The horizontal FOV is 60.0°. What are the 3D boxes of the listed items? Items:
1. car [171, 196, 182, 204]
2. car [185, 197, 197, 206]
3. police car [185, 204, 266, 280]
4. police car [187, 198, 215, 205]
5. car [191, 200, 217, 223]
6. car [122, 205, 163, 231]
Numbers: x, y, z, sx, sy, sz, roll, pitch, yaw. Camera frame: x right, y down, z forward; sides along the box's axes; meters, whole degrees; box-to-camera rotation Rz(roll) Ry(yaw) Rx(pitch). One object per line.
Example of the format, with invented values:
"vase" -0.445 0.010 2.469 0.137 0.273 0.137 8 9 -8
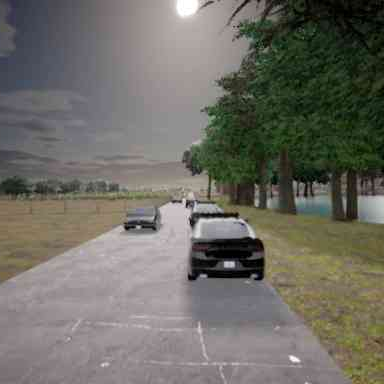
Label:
"car" -2.784 1.459 62.076 1.882 1.535 5.008 0 0 1
"car" 0.033 1.422 48.262 1.882 1.535 5.008 0 0 1
"police car" 0.827 1.390 9.941 1.930 1.638 5.238 0 0 0
"police car" 0.828 1.369 19.942 1.930 1.638 5.238 0 0 0
"car" 0.829 1.442 25.832 1.837 1.490 4.892 0 0 0
"car" -2.847 1.490 20.324 2.033 1.411 5.357 0 0 0
